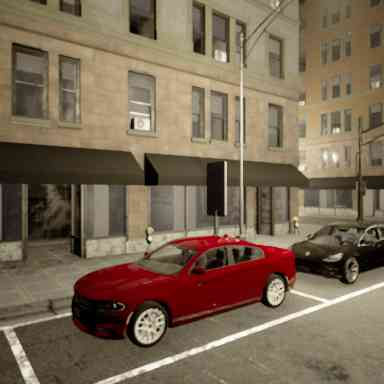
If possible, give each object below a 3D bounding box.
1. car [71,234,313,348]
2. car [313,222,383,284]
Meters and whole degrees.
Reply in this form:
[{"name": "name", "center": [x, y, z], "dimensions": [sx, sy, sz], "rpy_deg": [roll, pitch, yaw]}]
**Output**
[{"name": "car", "center": [0.082, 1.543, 6.291], "dimensions": [4.507, 1.381, 1.887], "rpy_deg": [0, 0, -36]}, {"name": "car", "center": [4.515, 1.561, 9.564], "dimensions": [4.313, 1.339, 1.947], "rpy_deg": [0, 0, -36]}]
